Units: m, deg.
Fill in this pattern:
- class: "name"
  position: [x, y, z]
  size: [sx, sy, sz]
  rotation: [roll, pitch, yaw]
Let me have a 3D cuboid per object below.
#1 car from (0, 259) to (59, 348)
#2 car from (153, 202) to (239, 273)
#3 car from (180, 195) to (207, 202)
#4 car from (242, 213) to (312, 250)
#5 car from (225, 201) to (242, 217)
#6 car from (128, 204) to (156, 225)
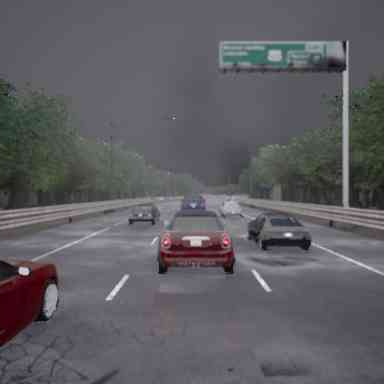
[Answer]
- class: "car"
  position: [-3.397, 1.481, 4.214]
  size: [1.882, 1.535, 5.008]
  rotation: [0, 0, 0]
- class: "car"
  position: [0.106, 1.361, 10.882]
  size: [2.097, 1.767, 4.553]
  rotation: [0, 0, 0]
- class: "car"
  position: [0.115, 1.276, 29.738]
  size: [2.150, 2.045, 5.566]
  rotation: [0, 0, 0]
- class: "car"
  position: [3.608, 1.578, 14.455]
  size: [1.994, 1.385, 4.181]
  rotation: [0, 0, 0]
- class: "car"
  position: [3.619, 1.587, 31.474]
  size: [1.812, 1.442, 4.674]
  rotation: [0, 0, 0]
- class: "car"
  position: [-3.389, 1.585, 24.335]
  size: [2.033, 1.411, 5.357]
  rotation: [0, 0, 0]
